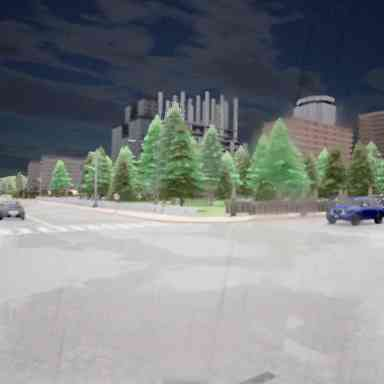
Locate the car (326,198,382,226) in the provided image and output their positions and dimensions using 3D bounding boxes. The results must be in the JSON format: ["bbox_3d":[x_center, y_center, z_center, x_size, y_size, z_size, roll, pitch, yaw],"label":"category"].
[{"bbox_3d":[12.893,1.472,26.081,5.566,2.045,2.150,1,0,-35],"label":"car"}]

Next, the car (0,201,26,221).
[{"bbox_3d":[-15.224,1.531,27.954,2.128,1.511,4.902,1,0,-33],"label":"car"}]

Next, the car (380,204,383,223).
[{"bbox_3d":[15.789,1.762,23.836,4.892,1.490,1.837,1,0,-35],"label":"car"}]
